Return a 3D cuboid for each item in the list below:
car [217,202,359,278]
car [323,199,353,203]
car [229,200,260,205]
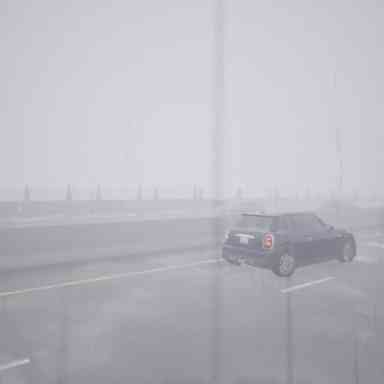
[{"bbox_3d":[3.164,1.357,10.430,4.553,1.767,2.097,0,0,-36],"label":"car"},{"bbox_3d":[10.575,1.363,24.847,4.553,1.767,2.097,0,0,-36],"label":"car"},{"bbox_3d":[4.309,1.519,28.920,4.892,1.490,1.837,0,0,-36],"label":"car"}]
